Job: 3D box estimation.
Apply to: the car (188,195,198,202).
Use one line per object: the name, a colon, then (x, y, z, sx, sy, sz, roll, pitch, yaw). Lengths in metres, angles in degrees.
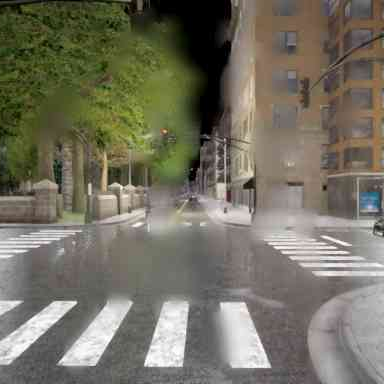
car: (0.227, 1.424, 70.695, 1.812, 1.442, 4.674, 0, 0, 0)

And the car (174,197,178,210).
car: (-2.994, 1.563, 39.823, 1.895, 1.301, 4.718, 0, 0, 0)

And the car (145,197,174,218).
car: (-3.007, 1.472, 29.740, 2.128, 1.511, 4.902, 0, 0, 0)

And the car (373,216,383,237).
car: (11.009, 1.366, 15.502, 4.553, 1.767, 2.097, 0, 0, 1)
